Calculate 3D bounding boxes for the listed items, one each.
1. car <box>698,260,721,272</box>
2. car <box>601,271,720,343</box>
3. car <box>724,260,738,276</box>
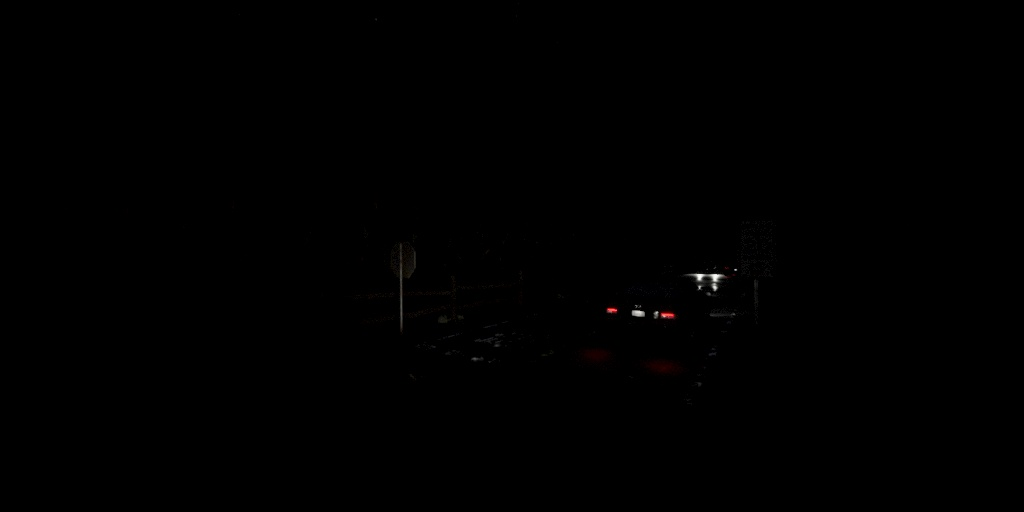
[{"bbox_3d":[22.178,1.197,40.195,1.837,1.490,4.892,0,0,35],"label":"car"},{"bbox_3d":[4.178,1.291,9.820,2.033,1.411,5.357,0,0,35],"label":"car"},{"bbox_3d":[22.188,1.265,35.343,1.994,1.385,4.181,0,0,36],"label":"car"}]
